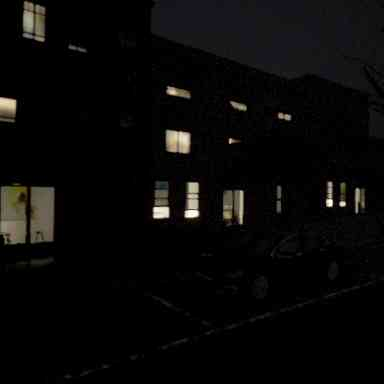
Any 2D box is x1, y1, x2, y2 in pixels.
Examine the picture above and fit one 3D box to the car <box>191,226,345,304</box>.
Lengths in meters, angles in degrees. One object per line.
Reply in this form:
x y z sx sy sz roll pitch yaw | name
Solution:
2.001 1.559 8.132 4.403 1.369 2.008 0 1 -35 | car
